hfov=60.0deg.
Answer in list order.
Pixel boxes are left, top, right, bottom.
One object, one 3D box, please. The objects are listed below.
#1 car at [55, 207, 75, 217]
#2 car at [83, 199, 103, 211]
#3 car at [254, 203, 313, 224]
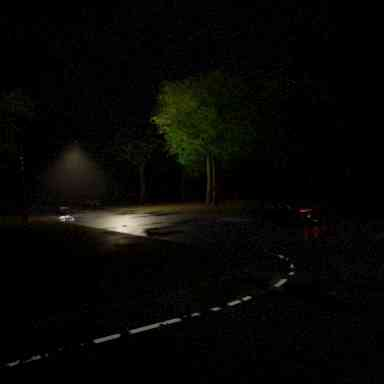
[{"bbox_3d":[-19.303,2.938,50.400,1.994,1.385,4.181,-4,1,-35],"label":"car"},{"bbox_3d":[-18.184,2.394,60.728,2.150,2.045,5.566,-4,1,-36],"label":"car"},{"bbox_3d":[6.945,1.593,25.768,2.128,1.511,4.902,-4,1,-36],"label":"car"}]
